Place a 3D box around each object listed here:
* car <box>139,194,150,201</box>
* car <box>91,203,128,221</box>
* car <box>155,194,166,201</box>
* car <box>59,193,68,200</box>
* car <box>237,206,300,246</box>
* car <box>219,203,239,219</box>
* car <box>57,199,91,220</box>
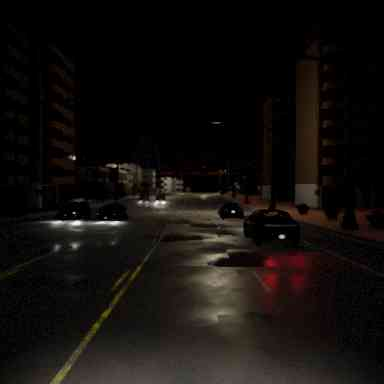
[{"bbox_3d":[-10.222,1.114,71.411,1.812,1.442,4.674,0,2,0],"label":"car"},{"bbox_3d":[-6.989,1.730,29.643,2.033,1.411,5.357,0,0,0],"label":"car"},{"bbox_3d":[-6.722,1.190,71.370,1.895,1.301,4.718,0,2,0],"label":"car"},{"bbox_3d":[-25.724,0.953,65.036,1.970,1.475,3.806,0,2,0],"label":"car"},{"bbox_3d":[3.652,1.600,15.855,2.128,1.511,4.902,0,0,0],"label":"car"},{"bbox_3d":[3.716,1.775,31.857,1.994,1.385,4.181,0,0,0],"label":"car"},{"bbox_3d":[-10.485,1.685,29.982,1.837,1.490,4.892,0,0,0],"label":"car"}]
